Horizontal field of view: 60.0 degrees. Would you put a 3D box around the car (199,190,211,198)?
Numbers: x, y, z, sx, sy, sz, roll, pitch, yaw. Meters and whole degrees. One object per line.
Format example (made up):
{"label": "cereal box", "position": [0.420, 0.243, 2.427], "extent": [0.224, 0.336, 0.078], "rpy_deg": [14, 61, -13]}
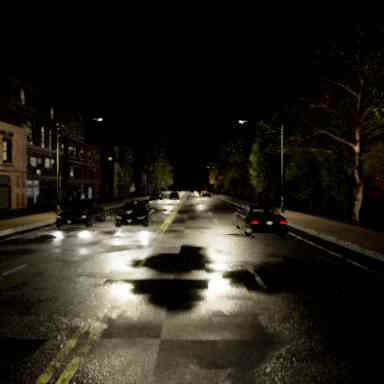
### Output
{"label": "car", "position": [3.254, 0.627, 74.971], "extent": [2.128, 1.511, 4.902], "rpy_deg": [0, 1, 0]}

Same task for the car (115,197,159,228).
{"label": "car", "position": [-3.340, 1.273, 20.211], "extent": [1.837, 1.490, 4.892], "rpy_deg": [0, 1, 0]}

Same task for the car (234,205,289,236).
{"label": "car", "position": [3.351, 1.355, 16.884], "extent": [2.033, 1.411, 5.357], "rpy_deg": [0, 1, 0]}

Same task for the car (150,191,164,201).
{"label": "car", "position": [-6.511, 0.639, 61.888], "extent": [2.097, 1.767, 4.553], "rpy_deg": [0, 1, 0]}

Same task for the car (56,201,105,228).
{"label": "car", "position": [-6.590, 1.295, 20.178], "extent": [1.812, 1.442, 4.674], "rpy_deg": [0, 1, 0]}

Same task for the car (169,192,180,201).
{"label": "car", "position": [-3.260, 0.760, 61.829], "extent": [1.882, 1.535, 5.008], "rpy_deg": [0, 1, 0]}
